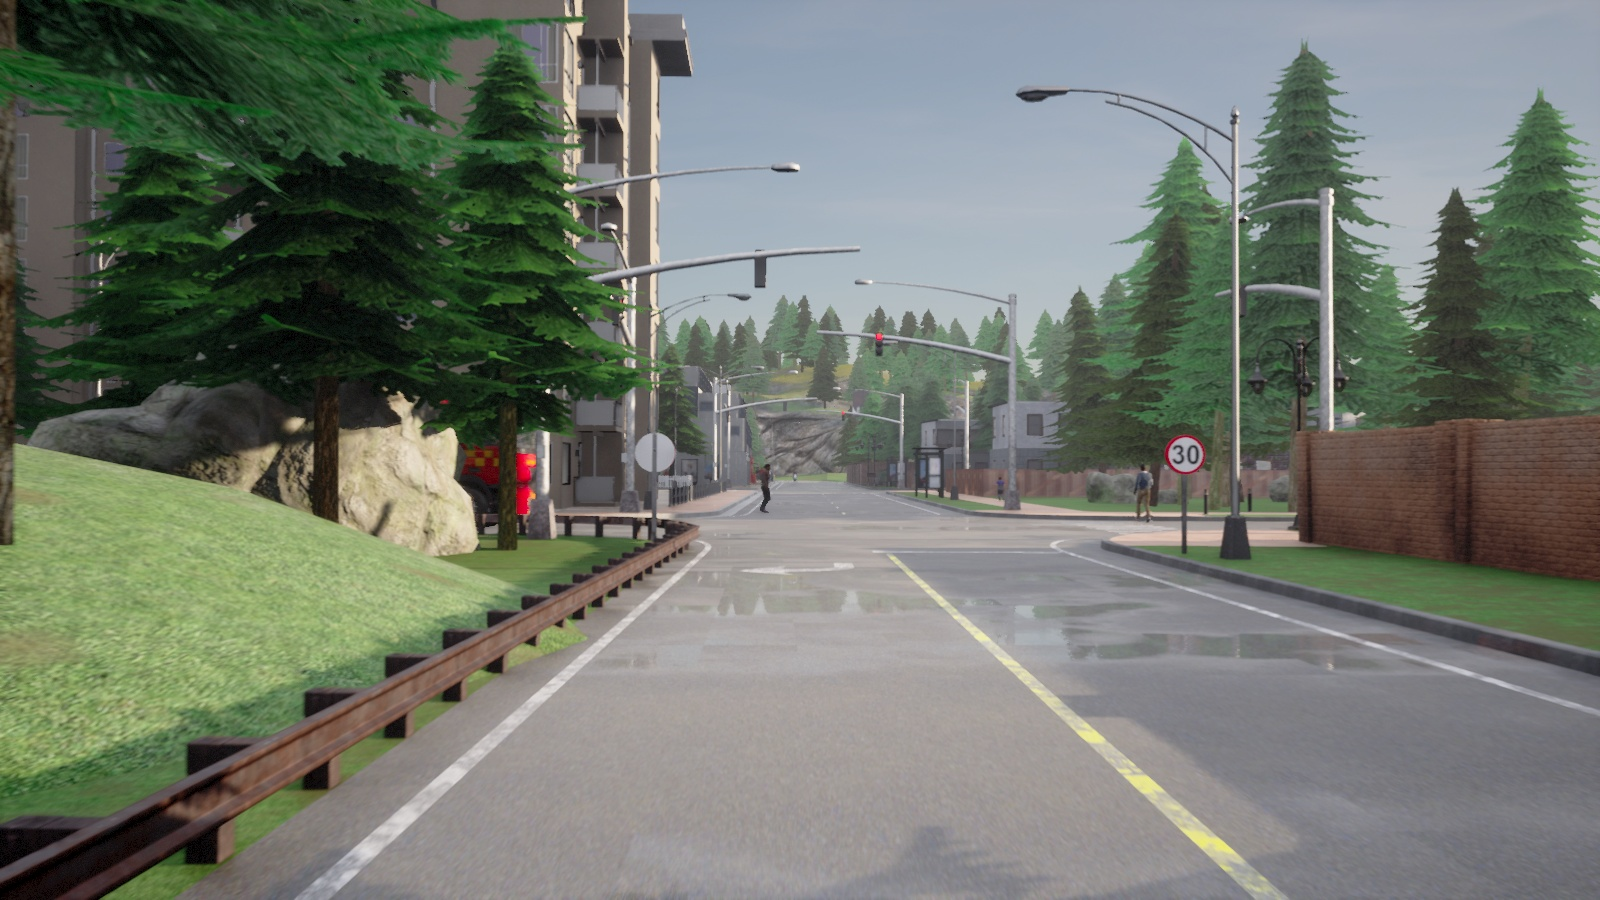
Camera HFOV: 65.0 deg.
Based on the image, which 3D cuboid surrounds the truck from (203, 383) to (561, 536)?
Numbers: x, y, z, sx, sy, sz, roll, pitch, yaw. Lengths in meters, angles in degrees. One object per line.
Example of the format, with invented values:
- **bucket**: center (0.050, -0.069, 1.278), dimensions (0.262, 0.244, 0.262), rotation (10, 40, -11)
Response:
- **truck**: center (-10.785, 0.262, 33.048), dimensions (8.468, 3.827, 2.891), rotation (0, -1, -1)

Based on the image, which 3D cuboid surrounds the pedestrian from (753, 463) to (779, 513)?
- **pedestrian**: center (-1.241, 1.382, 45.813), dimensions (0.869, 1.805, 0.328), rotation (0, -1, 7)

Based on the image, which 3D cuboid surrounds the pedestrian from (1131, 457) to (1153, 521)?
- **pedestrian**: center (10.533, 1.190, 38.645), dimensions (0.423, 1.949, 0.788), rotation (0, -1, -2)
